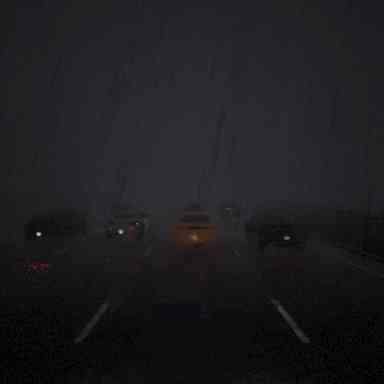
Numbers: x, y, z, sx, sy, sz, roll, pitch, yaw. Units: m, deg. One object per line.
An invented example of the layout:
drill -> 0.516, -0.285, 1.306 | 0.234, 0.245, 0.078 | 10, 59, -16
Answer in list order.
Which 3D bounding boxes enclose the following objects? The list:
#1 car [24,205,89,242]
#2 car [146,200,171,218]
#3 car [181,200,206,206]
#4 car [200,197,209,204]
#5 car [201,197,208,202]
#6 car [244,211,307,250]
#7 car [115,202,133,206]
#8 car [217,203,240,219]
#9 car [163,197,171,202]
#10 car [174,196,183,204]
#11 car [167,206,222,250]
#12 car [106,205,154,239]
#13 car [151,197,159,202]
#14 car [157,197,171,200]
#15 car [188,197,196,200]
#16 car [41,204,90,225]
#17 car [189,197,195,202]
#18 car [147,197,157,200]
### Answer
car -> -6.904, 1.660, 17.419 | 1.837, 1.490, 4.892 | 0, -1, 0
car -> -3.420, 1.826, 33.795 | 1.812, 1.442, 4.674 | 0, -1, 0
car -> 0.092, 1.796, 32.844 | 1.837, 1.490, 4.892 | 0, -1, 0
car -> 3.486, 2.283, 84.947 | 2.033, 1.411, 5.357 | 0, -1, 0
car -> 3.476, 2.168, 95.021 | 1.882, 1.535, 5.008 | 0, -1, 0
car -> 3.595, 1.611, 15.034 | 1.882, 1.535, 5.008 | 0, 0, 0
car -> -6.907, 1.783, 34.334 | 1.882, 1.535, 5.008 | 0, -1, 0
car -> 3.592, 1.782, 32.770 | 2.128, 1.511, 4.902 | 0, -1, 0
car -> -7.021, 2.222, 94.571 | 1.994, 1.385, 4.181 | 0, -1, 0
car -> -3.514, 1.952, 84.596 | 2.150, 2.045, 5.566 | 0, -1, 0
car -> 0.095, 1.612, 15.034 | 1.882, 1.535, 5.008 | 0, 0, 0
car -> -3.404, 1.688, 18.237 | 1.812, 1.442, 4.674 | 0, -1, 0
car -> -10.524, 2.169, 94.977 | 1.882, 1.535, 5.008 | 0, -1, 0
car -> -7.014, 2.099, 84.916 | 2.097, 1.767, 4.553 | 0, -1, 0
car -> -0.014, 2.104, 85.335 | 2.097, 1.767, 4.553 | 0, -1, 0
car -> -10.410, 1.796, 27.893 | 2.033, 1.411, 5.357 | 0, -1, 0
car -> -0.024, 2.215, 95.010 | 1.812, 1.442, 4.674 | 0, -1, 0
car -> -10.514, 2.270, 84.978 | 1.812, 1.442, 4.674 | 0, -1, 0
